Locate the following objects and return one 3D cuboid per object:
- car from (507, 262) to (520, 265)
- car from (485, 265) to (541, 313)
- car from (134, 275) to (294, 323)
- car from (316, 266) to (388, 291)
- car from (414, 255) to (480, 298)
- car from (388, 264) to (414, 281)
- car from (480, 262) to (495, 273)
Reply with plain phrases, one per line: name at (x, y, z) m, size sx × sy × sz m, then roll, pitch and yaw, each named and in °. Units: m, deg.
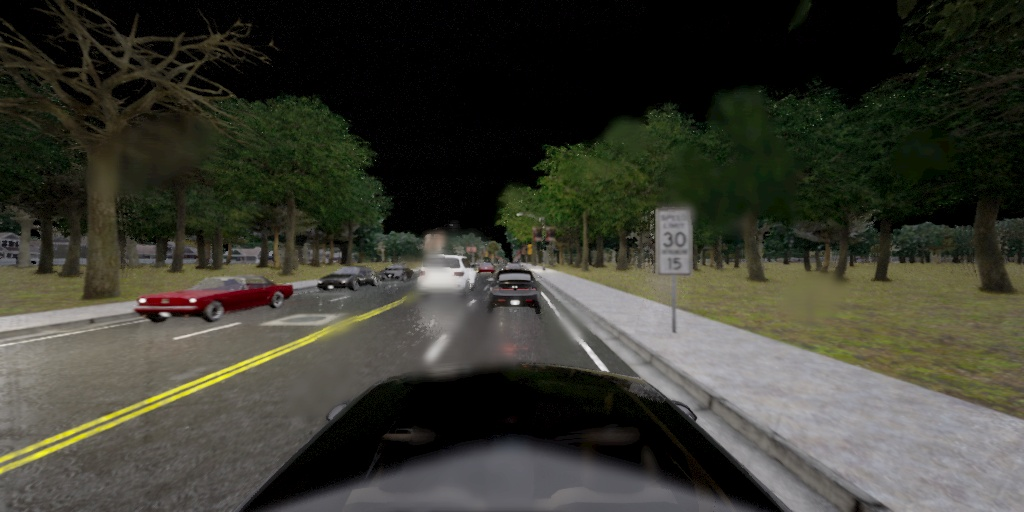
car at (0.113, 1.374, 37.442) m, size 2.033 × 1.411 × 5.357 m, roll 0°, pitch 0°, yaw 0°
car at (0.104, 1.264, 14.092) m, size 1.837 × 1.490 × 4.892 m, roll 0°, pitch 0°, yaw 0°
car at (-9.838, 1.359, 12.391) m, size 1.895 × 1.301 × 4.718 m, roll 0°, pitch 0°, yaw 0°
car at (-9.830, 1.319, 22.211) m, size 2.033 × 1.411 × 5.357 m, roll 0°, pitch 0°, yaw 1°
car at (-3.145, 0.986, 18.555) m, size 2.150 × 2.045 × 5.566 m, roll 0°, pitch 0°, yaw 0°
car at (-9.740, 1.398, 30.570) m, size 1.994 × 1.385 × 4.181 m, roll 0°, pitch 0°, yaw 0°
car at (-3.134, 1.434, 45.364) m, size 1.994 × 1.385 × 4.181 m, roll 0°, pitch 0°, yaw 0°
